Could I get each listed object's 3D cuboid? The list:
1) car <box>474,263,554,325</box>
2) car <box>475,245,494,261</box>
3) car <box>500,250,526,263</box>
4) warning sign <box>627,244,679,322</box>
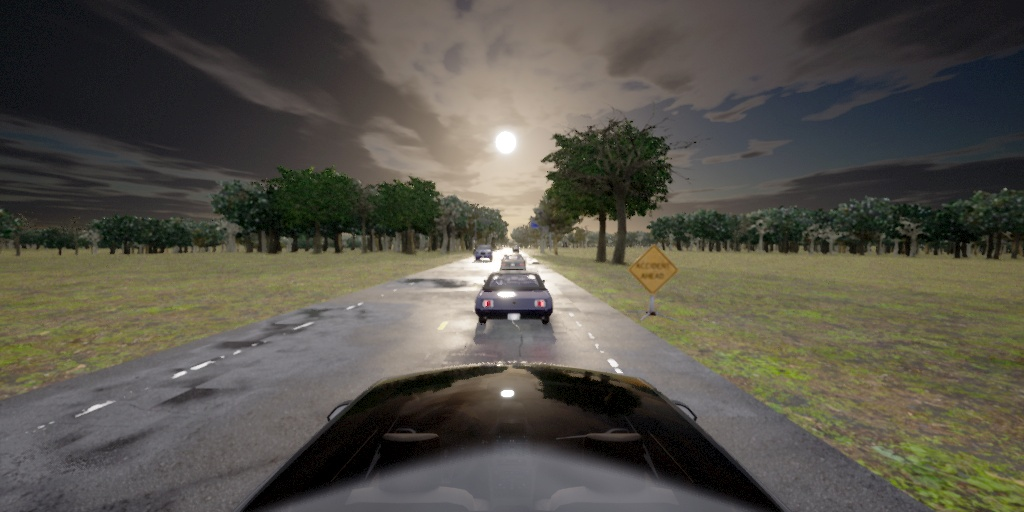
[{"bbox_3d":[0.064,1.067,10.589,1.895,1.301,4.718,0,2,0],"label":"car"},{"bbox_3d":[-3.584,-0.420,46.929,2.150,2.045,5.566,0,1,0],"label":"car"},{"bbox_3d":[0.065,0.530,25.983,2.033,1.411,5.357,0,2,0],"label":"car"},{"bbox_3d":[3.550,0.628,9.142,1.300,1.860,1.060,0,0,0],"label":"warning sign"}]
